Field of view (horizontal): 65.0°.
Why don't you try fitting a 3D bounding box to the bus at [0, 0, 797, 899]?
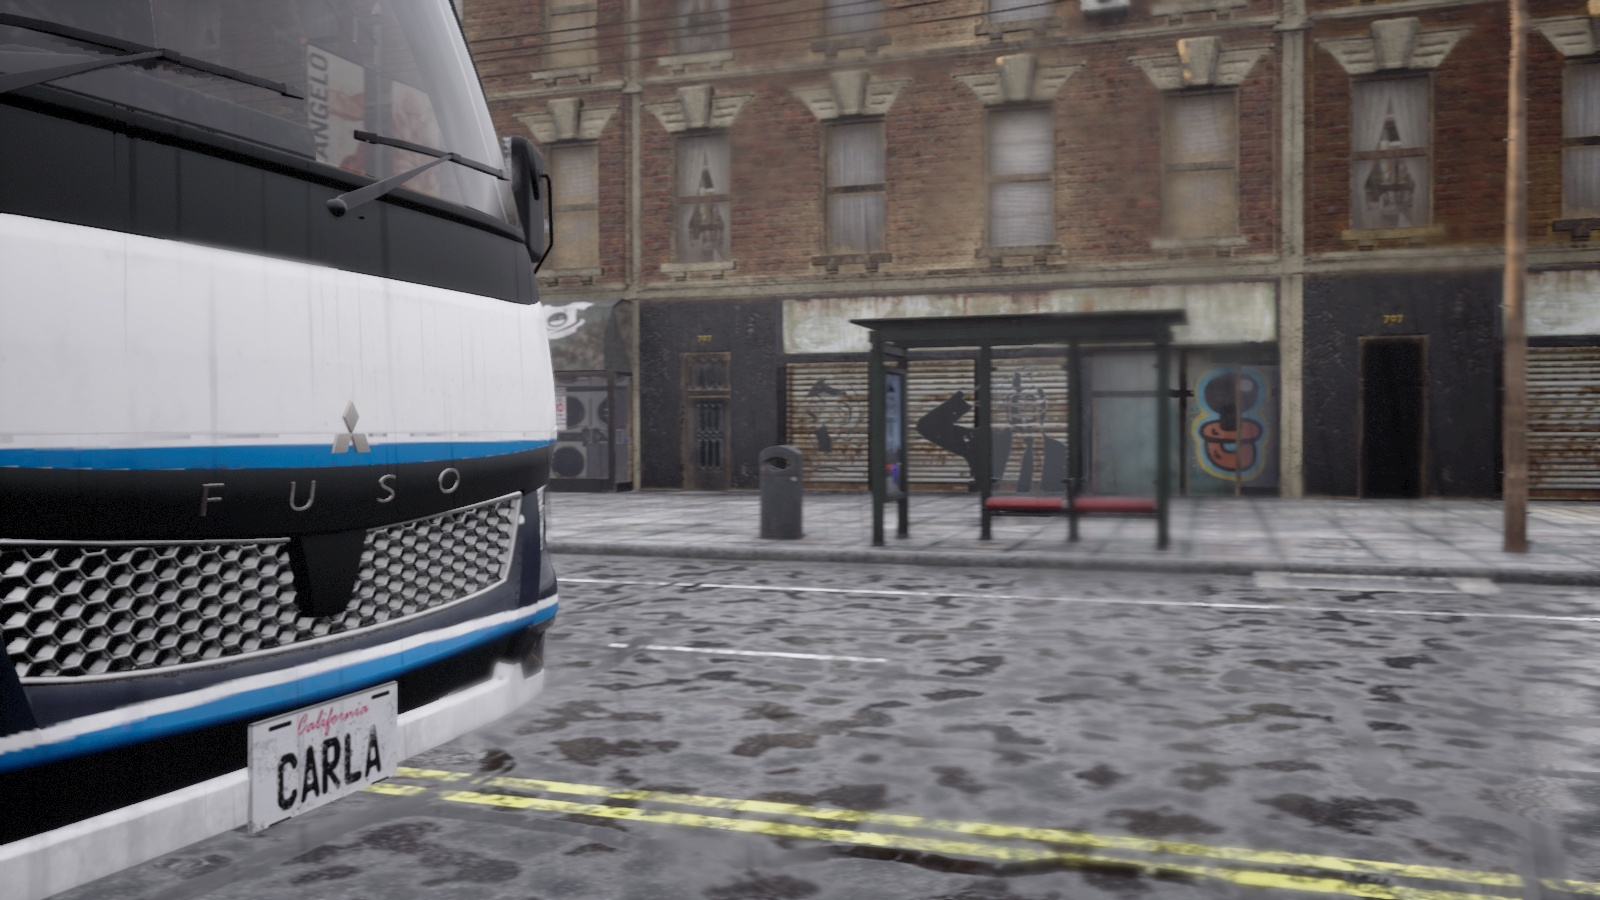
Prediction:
[{"bbox_3d":[-5.517,-0.651,5.027,10.273,4.253,3.944,1,1,19],"label":"bus"}]
